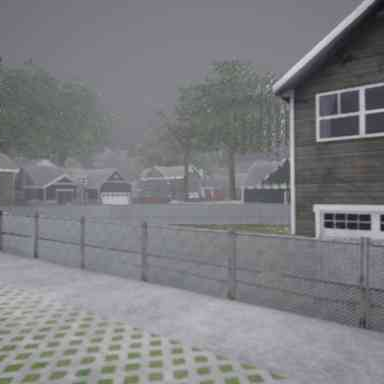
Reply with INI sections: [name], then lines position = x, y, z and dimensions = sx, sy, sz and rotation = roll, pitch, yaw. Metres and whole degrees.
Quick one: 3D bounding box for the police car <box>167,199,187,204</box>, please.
[police car]
position = -2.362, 1.806, 46.129
dimensions = 1.930, 1.638, 5.238
rotation = -1, 0, 36
